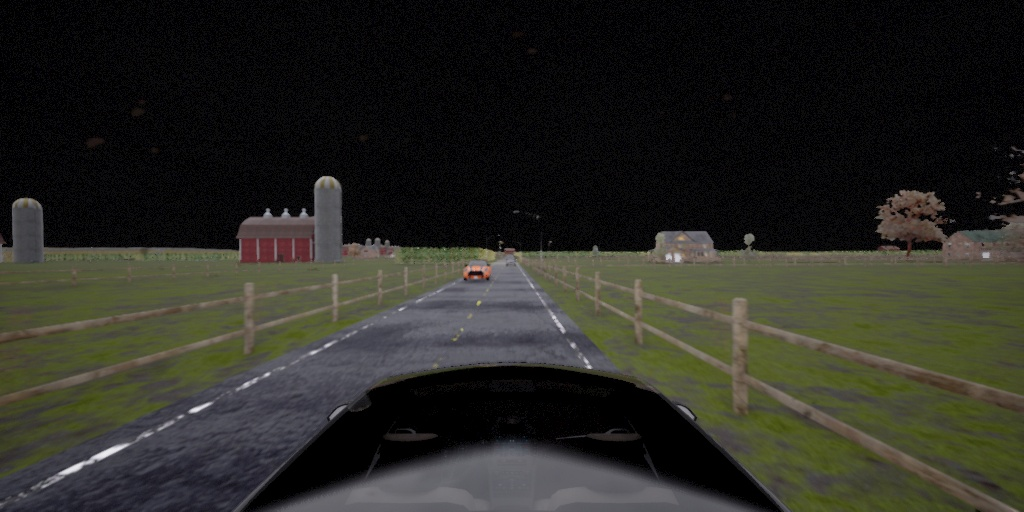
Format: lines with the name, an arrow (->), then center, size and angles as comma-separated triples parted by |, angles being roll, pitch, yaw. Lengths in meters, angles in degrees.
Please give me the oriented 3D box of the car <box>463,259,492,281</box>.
car -> -2.828, 1.085, 30.208 | 2.097, 1.767, 4.553 | 0, 0, 0
